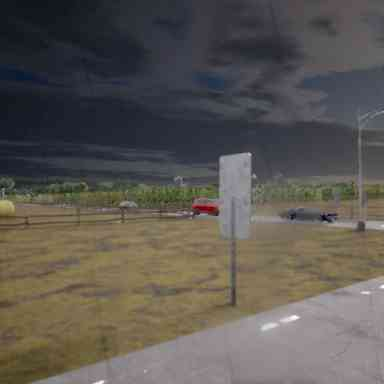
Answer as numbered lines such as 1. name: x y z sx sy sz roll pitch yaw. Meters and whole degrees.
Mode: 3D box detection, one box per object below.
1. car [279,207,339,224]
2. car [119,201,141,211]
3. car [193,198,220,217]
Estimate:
1. car: 9.637 1.873 27.635 1.895 1.301 4.718 0 -1 -36
2. car: -10.359 2.288 55.530 2.097 1.767 4.553 0 -1 -36
3. car: 2.305 1.731 37.809 2.150 2.045 5.566 0 -1 -35
